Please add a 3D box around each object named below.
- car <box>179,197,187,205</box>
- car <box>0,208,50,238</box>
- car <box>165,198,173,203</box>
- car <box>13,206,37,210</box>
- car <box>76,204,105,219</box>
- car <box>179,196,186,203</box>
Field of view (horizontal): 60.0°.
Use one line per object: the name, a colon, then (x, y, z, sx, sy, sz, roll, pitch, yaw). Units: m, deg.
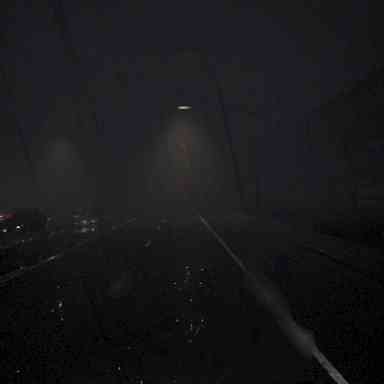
car: (-2.187, 2.188, 78.808, 1.812, 1.442, 4.674, -2, 1, -2)
car: (-11.142, 2.086, 22.152, 1.837, 1.490, 4.892, -2, -1, -2)
car: (-5.946, 2.230, 87.605, 1.994, 1.385, 4.181, -2, 1, -2)
car: (-14.846, 2.121, 29.075, 2.097, 1.767, 4.553, -2, -1, -2)
car: (-11.639, 2.285, 39.430, 2.128, 1.511, 4.902, -2, -1, -2)
car: (-2.482, 2.044, 88.765, 1.882, 1.535, 5.008, -2, 1, -2)
